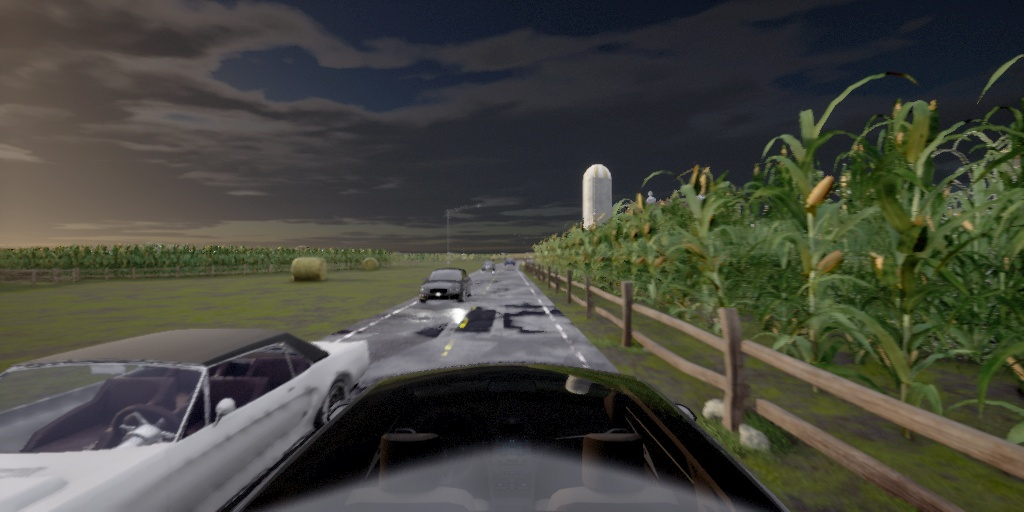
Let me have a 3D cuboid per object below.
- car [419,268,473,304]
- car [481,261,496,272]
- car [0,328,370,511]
[{"bbox_3d":[-2.921,1.302,16.610,1.837,1.490,4.892,0,-1,0],"label":"car"},{"bbox_3d":[-3.296,1.392,50.593,2.128,1.511,4.902,0,0,0],"label":"car"},{"bbox_3d":[-2.867,1.358,2.681,1.895,1.301,4.718,0,0,0],"label":"car"}]
